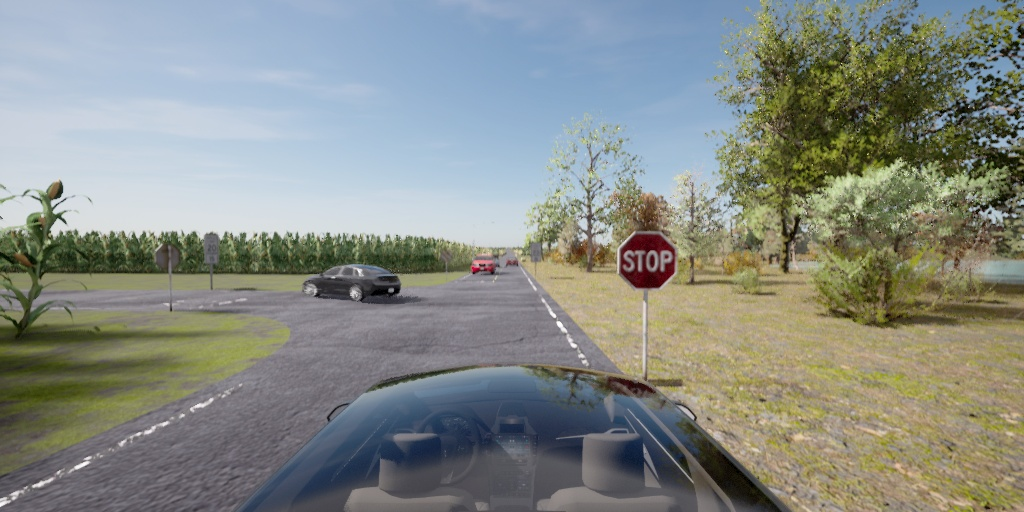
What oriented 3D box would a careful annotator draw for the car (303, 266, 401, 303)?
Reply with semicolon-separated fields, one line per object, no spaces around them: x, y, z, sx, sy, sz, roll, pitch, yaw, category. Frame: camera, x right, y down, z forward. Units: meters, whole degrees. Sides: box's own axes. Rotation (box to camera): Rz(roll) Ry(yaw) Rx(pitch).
-7.304;1.166;16.238;4.892;1.490;1.837;1;-1;26;car

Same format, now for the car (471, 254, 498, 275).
-2.849;0.834;36.904;2.150;2.045;5.566;0;0;0;car

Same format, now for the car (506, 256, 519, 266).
0.040;0.845;61.049;2.097;1.767;4.553;0;0;0;car

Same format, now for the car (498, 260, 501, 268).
-2.836;1.053;54.227;1.812;1.442;4.674;0;0;0;car
